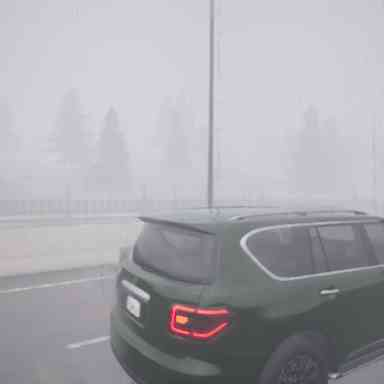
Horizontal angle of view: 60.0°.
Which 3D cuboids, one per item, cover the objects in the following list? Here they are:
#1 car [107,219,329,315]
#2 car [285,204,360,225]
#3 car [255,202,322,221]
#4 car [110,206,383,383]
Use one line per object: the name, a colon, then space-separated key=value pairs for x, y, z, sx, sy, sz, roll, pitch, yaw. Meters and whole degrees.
car: x=0.826 y=1.549 z=8.321 sx=5.357 sy=1.411 sz=2.033 roll=0 pitch=0 yaw=-32
car: x=9.777 y=1.619 z=24.907 sx=5.357 sy=1.411 sz=2.033 roll=0 pitch=0 yaw=-23
car: x=8.162 y=1.604 z=28.027 sx=5.357 sy=1.411 sz=2.033 roll=0 pitch=0 yaw=-23
car: x=1.684 y=1.231 z=4.711 sx=5.566 sy=2.045 sz=2.150 roll=0 pitch=0 yaw=-33
